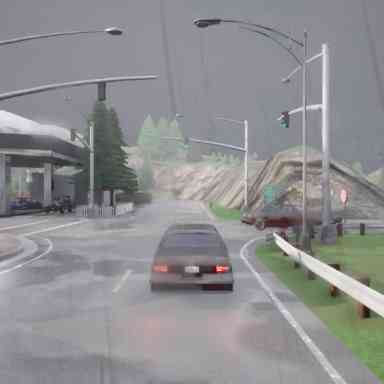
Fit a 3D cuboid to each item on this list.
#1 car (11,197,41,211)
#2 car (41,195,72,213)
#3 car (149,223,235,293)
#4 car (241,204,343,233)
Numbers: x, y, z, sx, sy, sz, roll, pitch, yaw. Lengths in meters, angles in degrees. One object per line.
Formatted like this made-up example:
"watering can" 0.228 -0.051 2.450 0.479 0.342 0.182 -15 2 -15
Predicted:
"car" -20.250 1.480 40.744 2.242 1.667 4.611 0 0 -1
"car" -14.541 1.313 36.468 1.905 1.878 3.866 0 0 -1
"car" 0.000 1.547 8.959 2.033 1.411 5.357 0 0 0
"car" 5.316 1.381 18.212 5.357 1.411 2.033 -1 0 40
